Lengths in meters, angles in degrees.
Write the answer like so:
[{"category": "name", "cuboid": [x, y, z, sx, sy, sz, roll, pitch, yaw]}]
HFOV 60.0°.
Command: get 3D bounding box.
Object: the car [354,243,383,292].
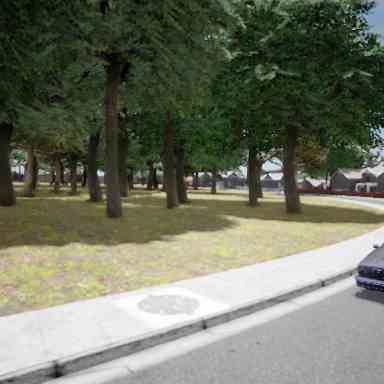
[{"category": "car", "cuboid": [6.013, 1.591, 8.387, 5.357, 1.411, 2.033, 0, 0, -43]}]
